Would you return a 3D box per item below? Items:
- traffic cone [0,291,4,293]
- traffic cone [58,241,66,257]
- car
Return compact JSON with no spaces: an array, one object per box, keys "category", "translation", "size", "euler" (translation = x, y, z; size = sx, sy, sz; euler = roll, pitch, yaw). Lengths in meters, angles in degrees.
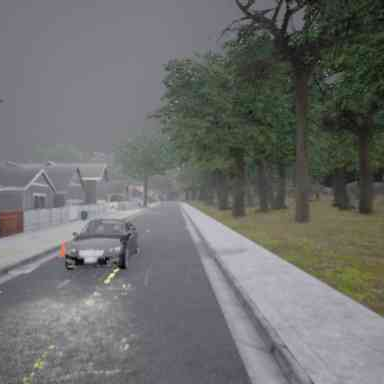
[{"category":"traffic cone","translation":[-4.706,2.111,7.851],"size":[0.340,0.580,0.340],"euler":[0,-1,-3]},{"category":"traffic cone","translation":[-4.954,2.189,12.845],"size":[0.340,0.580,0.340],"euler":[0,-1,-3]},{"category":"car","translation":[-2.979,1.692,11.816],"size":[2.128,1.511,4.902],"euler":[0,-1,-3]}]
